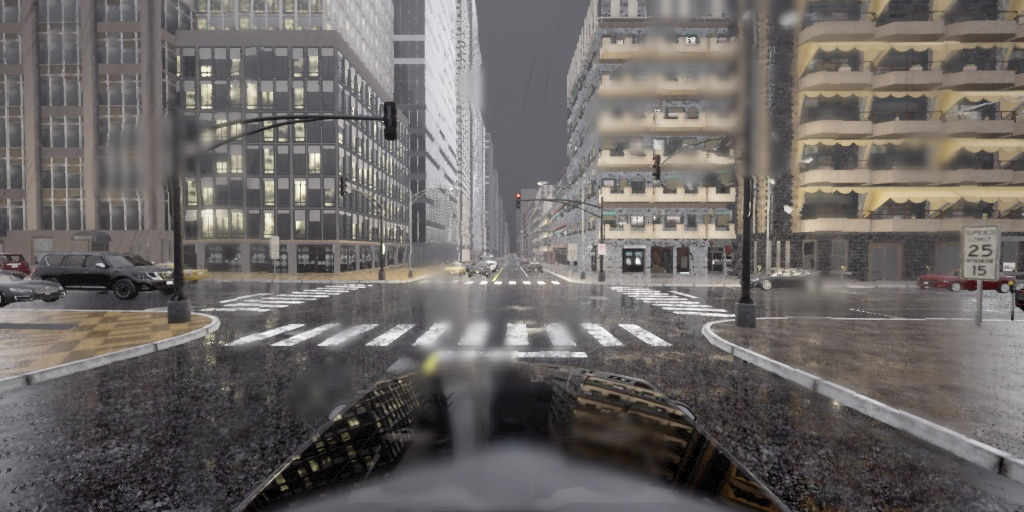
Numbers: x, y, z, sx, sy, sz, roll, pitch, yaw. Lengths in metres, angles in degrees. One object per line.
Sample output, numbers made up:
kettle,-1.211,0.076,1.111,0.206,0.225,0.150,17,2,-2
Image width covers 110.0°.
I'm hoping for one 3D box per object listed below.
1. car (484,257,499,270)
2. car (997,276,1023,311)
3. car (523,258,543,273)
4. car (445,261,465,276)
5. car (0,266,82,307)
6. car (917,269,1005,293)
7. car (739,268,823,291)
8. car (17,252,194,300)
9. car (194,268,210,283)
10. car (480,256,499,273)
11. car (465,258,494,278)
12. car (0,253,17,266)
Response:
car,-3.087,1.088,54.541,2.097,1.767,4.553,0,0,0
car,21.716,1.576,13.390,4.313,1.339,1.948,0,0,1
car,2.690,1.289,42.317,2.007,1.370,4.403,0,0,0
car,-5.691,1.265,36.493,1.751,1.417,4.829,0,0,0
car,-20.286,1.204,14.011,4.403,1.370,2.007,0,0,1
car,27.375,1.462,21.691,4.507,1.381,1.888,0,0,1
car,16.309,1.376,21.847,4.403,1.370,2.007,0,0,1
car,-18.482,0.848,16.531,5.566,2.045,2.150,1,1,1
car,-21.666,1.029,22.345,4.829,1.417,1.751,0,0,1
car,-3.096,0.960,44.398,2.150,2.045,5.566,0,0,0
car,-3.095,1.245,34.698,1.837,1.490,4.892,0,0,0
car,-33.613,0.712,22.549,5.009,1.841,2.192,0,0,1
